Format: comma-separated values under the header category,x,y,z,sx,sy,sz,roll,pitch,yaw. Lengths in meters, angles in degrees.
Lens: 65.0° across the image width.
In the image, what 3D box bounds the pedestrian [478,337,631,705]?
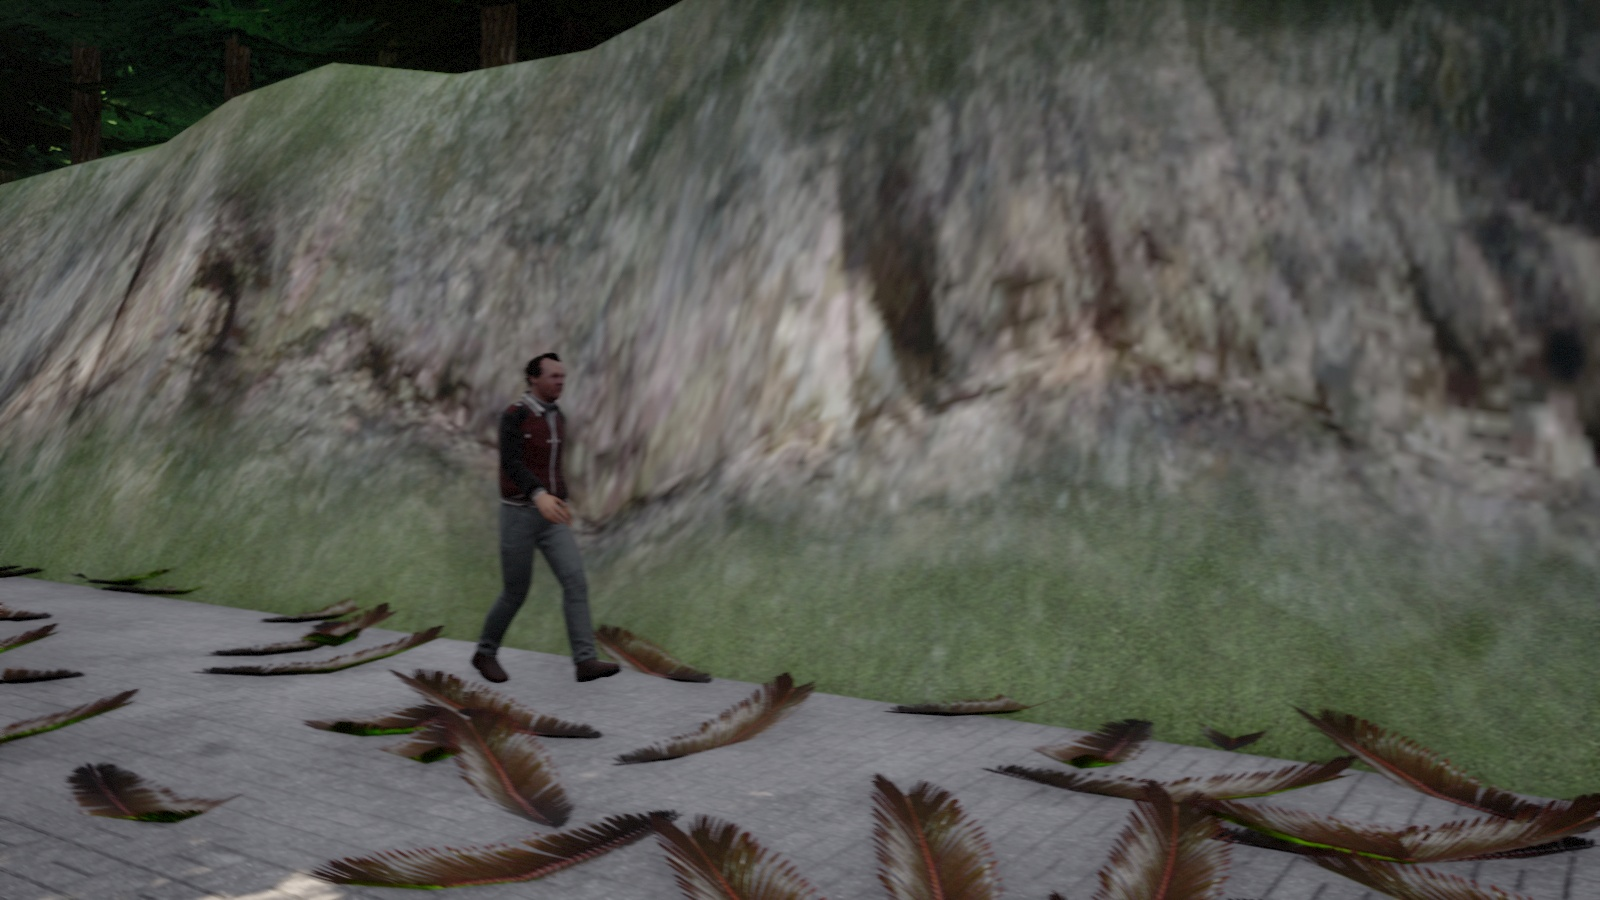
category,x,y,z,sx,sy,sz,roll,pitch,yaw
pedestrian,-1.307,0.356,6.674,0.720,1.854,0.376,0,1,33
